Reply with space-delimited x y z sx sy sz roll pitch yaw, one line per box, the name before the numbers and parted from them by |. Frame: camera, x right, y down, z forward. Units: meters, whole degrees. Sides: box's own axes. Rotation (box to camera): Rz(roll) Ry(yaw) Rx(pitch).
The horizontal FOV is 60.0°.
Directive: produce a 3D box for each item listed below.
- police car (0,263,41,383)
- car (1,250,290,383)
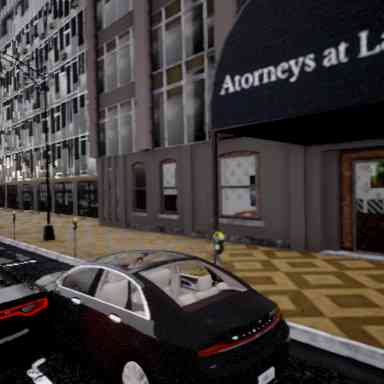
police car | -4.049 1.449 4.714 5.238 1.638 1.930 -1 1 37
car | -0.848 1.500 4.647 2.008 1.369 4.403 -3 1 -45
